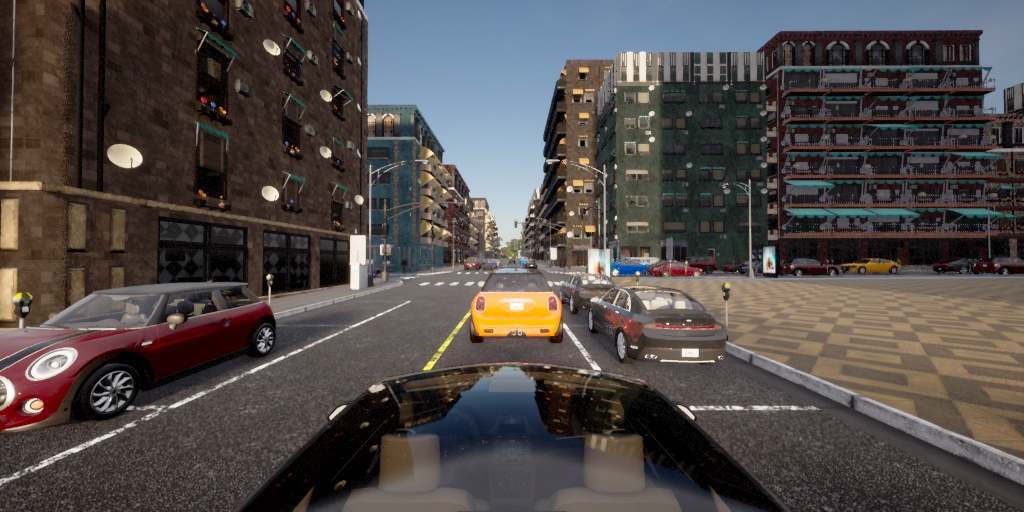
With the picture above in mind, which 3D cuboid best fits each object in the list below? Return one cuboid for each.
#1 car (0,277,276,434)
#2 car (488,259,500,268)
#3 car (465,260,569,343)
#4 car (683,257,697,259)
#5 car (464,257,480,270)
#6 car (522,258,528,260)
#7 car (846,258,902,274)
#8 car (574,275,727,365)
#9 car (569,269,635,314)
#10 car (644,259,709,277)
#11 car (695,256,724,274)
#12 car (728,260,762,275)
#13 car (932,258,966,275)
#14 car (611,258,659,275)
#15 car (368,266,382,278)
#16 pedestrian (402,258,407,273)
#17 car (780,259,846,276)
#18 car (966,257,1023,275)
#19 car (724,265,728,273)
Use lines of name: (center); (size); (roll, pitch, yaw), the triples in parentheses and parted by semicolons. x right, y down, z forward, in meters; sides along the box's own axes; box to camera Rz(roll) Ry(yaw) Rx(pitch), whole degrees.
car: (-5.818, 1.191, 5.635); (1.967, 1.591, 4.097); (0, 0, 0)
car: (-3.065, 1.298, 60.920); (1.812, 1.442, 4.674); (0, 0, 0)
car: (0.100, 1.104, 9.848); (2.097, 1.767, 4.553); (0, 0, 0)
car: (15.210, 1.147, 35.852); (4.902, 1.511, 2.128); (0, -1, 0)
car: (-5.677, 1.083, 51.673); (2.192, 1.841, 5.009); (0, 0, 0)
car: (2.704, 1.334, 51.631); (1.948, 1.339, 4.313); (0, 0, 0)
car: (35.609, 0.978, 35.691); (5.008, 1.535, 1.882); (0, -1, 0)
car: (2.822, 1.302, 7.868); (2.007, 1.370, 4.403); (0, 0, 0)
car: (2.823, 1.304, 13.438); (2.007, 1.370, 4.403); (0, 0, 0)
car: (13.715, 1.162, 30.062); (4.207, 1.307, 1.802); (0, 0, 0)
car: (19.307, 0.977, 38.401); (5.009, 1.841, 2.192); (0, 0, 0)
car: (25.160, 1.126, 35.778); (5.357, 1.411, 2.033); (0, -1, 0)
car: (41.195, 0.915, 32.460); (4.892, 1.490, 1.837); (0, -1, 0)
car: (10.564, 1.121, 32.688); (5.008, 1.535, 1.882); (-1, -1, 0)
car: (-14.403, 1.193, 32.876); (4.553, 1.767, 2.097); (0, -1, 0)
pedestrian: (-12.519, 1.097, 41.600); (0.375, 1.860, 0.375); (0, 0, 0)
car: (24.770, 0.935, 29.980); (4.097, 1.591, 1.967); (0, 0, 0)
car: (41.352, 0.811, 29.857); (4.097, 1.591, 1.967); (0, 0, 0)
car: (24.835, 1.165, 38.360); (4.507, 1.381, 1.888); (0, 0, 0)
